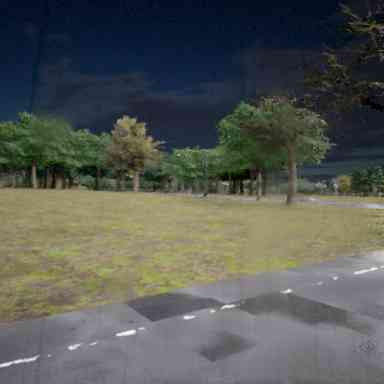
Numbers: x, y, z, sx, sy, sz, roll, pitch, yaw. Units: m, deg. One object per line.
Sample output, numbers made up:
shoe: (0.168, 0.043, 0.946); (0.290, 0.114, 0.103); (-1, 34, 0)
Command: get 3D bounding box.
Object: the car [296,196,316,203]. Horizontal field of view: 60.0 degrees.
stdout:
car: (21.259, 1.354, 63.540); (1.895, 1.301, 4.718); (0, 2, -35)
